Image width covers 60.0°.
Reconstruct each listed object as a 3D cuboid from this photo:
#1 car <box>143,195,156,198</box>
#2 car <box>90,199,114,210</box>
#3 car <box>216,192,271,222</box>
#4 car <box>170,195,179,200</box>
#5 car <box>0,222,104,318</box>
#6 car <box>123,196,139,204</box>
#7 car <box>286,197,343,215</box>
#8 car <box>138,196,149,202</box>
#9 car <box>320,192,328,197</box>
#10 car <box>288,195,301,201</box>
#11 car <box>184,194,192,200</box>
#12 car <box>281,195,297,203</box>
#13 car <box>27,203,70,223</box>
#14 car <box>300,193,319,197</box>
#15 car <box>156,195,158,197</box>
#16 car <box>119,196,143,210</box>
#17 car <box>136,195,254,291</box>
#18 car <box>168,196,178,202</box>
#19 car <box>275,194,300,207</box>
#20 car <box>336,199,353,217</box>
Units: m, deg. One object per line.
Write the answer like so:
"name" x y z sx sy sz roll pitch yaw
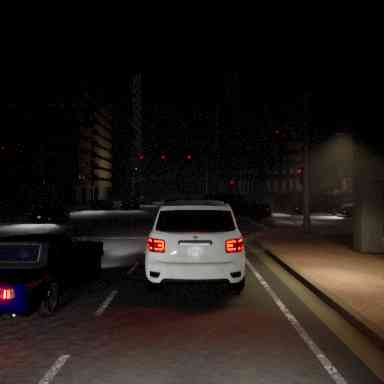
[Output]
"car" -7.924 1.478 57.928 1.882 1.535 5.008 0 1 0
"car" -11.370 1.601 42.198 1.895 1.301 4.718 0 0 0
"car" 3.341 1.221 26.174 5.566 2.045 2.150 0 1 14
"car" -4.462 1.378 85.837 1.994 1.385 4.181 0 0 0
"car" -3.417 1.601 7.376 1.895 1.301 4.718 0 0 1
"car" -11.420 1.547 63.106 2.033 1.411 5.357 0 0 0
"car" 12.305 1.505 32.918 4.892 1.490 1.837 0 0 0
"car" -11.431 1.584 78.408 1.895 1.301 4.718 0 0 0
"car" 30.174 1.153 79.723 1.932 1.855 4.605 0 0 0
"car" 24.596 1.395 79.670 1.970 1.475 3.806 0 0 0
"car" -0.962 1.303 85.852 1.882 1.535 5.008 0 0 0
"car" 18.839 1.395 64.564 1.970 1.475 3.806 0 0 0
"car" -10.788 1.564 25.256 1.994 1.385 4.181 0 0 -2
"car" 16.145 1.156 47.095 1.905 1.878 3.866 0 0 0
"car" -7.906 1.499 72.511 1.837 1.490 4.892 0 0 0
"car" -7.870 1.478 42.107 1.882 1.535 5.008 0 0 0
"car" 0.096 1.221 9.126 2.150 2.045 5.566 0 0 1
"car" -4.428 1.550 77.684 1.994 1.385 4.181 0 0 0
"car" 13.251 1.153 47.147 1.932 1.855 4.605 0 0 0
"car" 15.459 1.564 29.382 4.181 1.385 1.994 0 0 1
